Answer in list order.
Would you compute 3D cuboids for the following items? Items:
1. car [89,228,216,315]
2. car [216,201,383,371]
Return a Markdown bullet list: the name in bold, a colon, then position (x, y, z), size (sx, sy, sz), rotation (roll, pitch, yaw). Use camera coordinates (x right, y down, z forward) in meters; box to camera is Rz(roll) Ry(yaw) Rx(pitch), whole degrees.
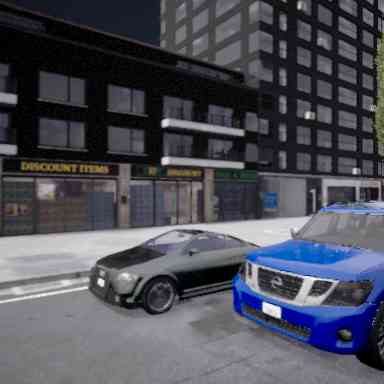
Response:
- **car**: position (-0.128, 1.559, 7.585), size (4.181, 1.385, 1.994), rotation (0, 0, -35)
- **car**: position (3.308, 1.219, 6.044), size (5.566, 2.045, 2.150), rotation (0, 0, -35)
